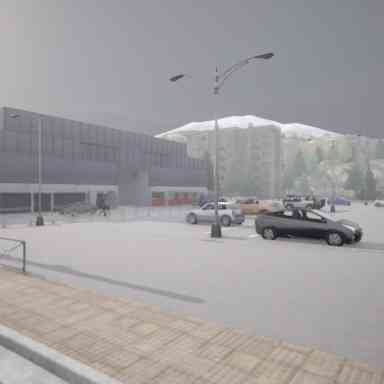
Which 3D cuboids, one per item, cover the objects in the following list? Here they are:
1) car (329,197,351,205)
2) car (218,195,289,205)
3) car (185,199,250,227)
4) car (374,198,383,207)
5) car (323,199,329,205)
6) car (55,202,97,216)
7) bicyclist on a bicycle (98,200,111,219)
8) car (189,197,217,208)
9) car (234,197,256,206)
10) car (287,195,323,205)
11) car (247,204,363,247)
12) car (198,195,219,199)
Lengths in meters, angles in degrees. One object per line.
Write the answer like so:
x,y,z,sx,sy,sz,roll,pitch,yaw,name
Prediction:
24.536,1.562,55.484,3.633,1.501,1.845,0,0,35,car
4.920,1.342,27.366,5.027,1.636,2.152,0,0,35,car
1.469,1.421,21.946,3.806,1.475,1.970,0,0,35,car
28.863,1.575,48.759,3.806,1.475,1.970,0,0,35,car
13.670,1.286,40.409,4.605,1.855,1.932,0,0,35,car
-11.935,1.732,34.313,1.994,1.385,4.181,0,0,35,car
-7.368,1.471,27.820,1.656,1.620,0.582,0,0,35,bicyclist on a bicycle
1.776,1.661,53.503,2.128,1.511,4.902,0,0,36,car
9.262,1.695,57.956,1.812,1.442,4.674,0,0,35,car
12.324,1.265,37.800,3.866,1.878,1.905,0,0,35,car
5.098,1.489,14.879,4.514,1.523,2.007,0,0,35,car
3.207,1.391,49.368,2.150,2.045,5.566,0,0,37,car
